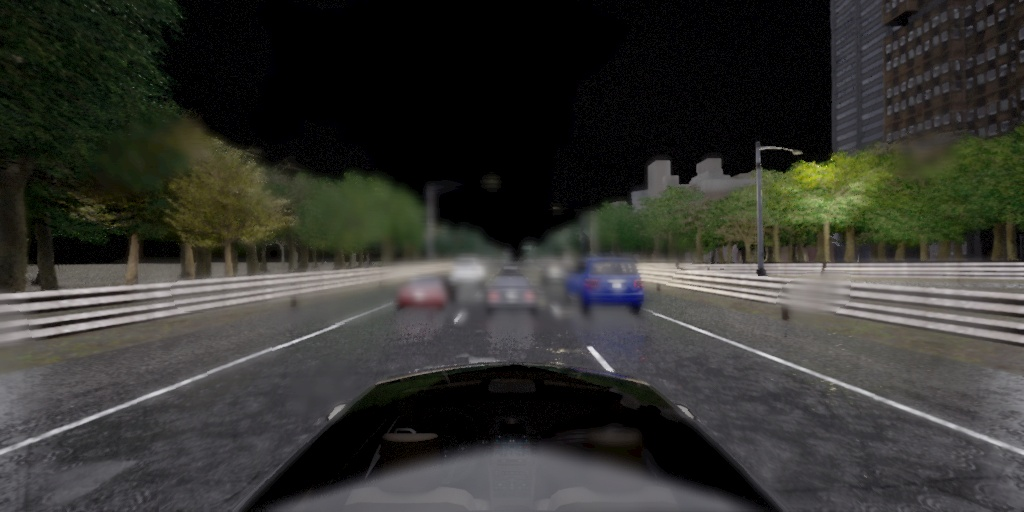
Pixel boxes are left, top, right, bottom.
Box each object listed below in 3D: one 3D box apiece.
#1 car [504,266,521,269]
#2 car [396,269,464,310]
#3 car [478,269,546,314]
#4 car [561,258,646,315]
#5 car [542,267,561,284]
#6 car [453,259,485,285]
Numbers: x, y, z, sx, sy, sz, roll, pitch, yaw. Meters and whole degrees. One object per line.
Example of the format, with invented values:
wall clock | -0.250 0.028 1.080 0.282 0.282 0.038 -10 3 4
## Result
car | 0.034 1.543 30.343 1.837 1.490 4.892 0 0 0
car | -3.470 1.457 15.493 1.994 1.385 4.181 0 0 0
car | 0.018 1.428 14.387 2.033 1.411 5.357 0 -1 0
car | 3.517 1.106 14.420 2.150 2.045 5.566 0 0 0
car | 3.537 1.601 30.369 1.994 1.385 4.181 0 0 0
car | -3.475 1.253 29.433 2.150 2.045 5.566 0 0 0
